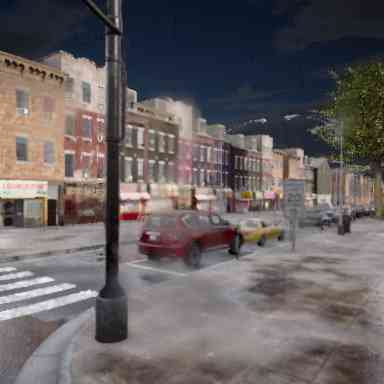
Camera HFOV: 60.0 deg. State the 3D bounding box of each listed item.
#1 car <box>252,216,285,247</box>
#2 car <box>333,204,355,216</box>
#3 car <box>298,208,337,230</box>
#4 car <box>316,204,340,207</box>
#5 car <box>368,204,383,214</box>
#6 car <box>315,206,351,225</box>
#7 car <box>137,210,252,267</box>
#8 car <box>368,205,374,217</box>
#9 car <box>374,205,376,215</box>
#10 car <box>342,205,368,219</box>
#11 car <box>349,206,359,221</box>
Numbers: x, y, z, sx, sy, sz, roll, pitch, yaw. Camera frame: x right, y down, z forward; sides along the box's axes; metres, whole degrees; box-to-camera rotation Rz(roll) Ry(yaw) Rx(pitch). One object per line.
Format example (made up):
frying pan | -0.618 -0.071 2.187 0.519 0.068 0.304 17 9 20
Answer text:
car | 3.419 1.931 17.381 1.752 1.417 4.829 -1 -1 35
car | 22.113 2.588 48.257 1.882 1.535 5.008 1 -1 36
car | 9.736 2.189 26.287 1.947 1.339 4.313 -1 -2 35
car | 15.882 2.238 39.396 2.097 1.767 4.553 1 -1 36
car | 31.668 2.886 56.987 1.882 1.535 5.008 1 -1 35
car | 12.944 2.286 30.810 2.008 1.369 4.403 -1 -2 35
car | 0.113 1.607 12.724 2.192 1.841 5.009 -1 -1 35
car | 22.567 2.517 44.379 1.967 1.590 4.097 -1 -2 35
car | 25.774 2.744 48.898 2.008 1.369 4.403 -1 -2 35
car | 19.359 2.506 39.855 1.887 1.381 4.507 -1 -2 35
car | 16.151 2.429 35.331 1.802 1.307 4.206 -1 -2 35
